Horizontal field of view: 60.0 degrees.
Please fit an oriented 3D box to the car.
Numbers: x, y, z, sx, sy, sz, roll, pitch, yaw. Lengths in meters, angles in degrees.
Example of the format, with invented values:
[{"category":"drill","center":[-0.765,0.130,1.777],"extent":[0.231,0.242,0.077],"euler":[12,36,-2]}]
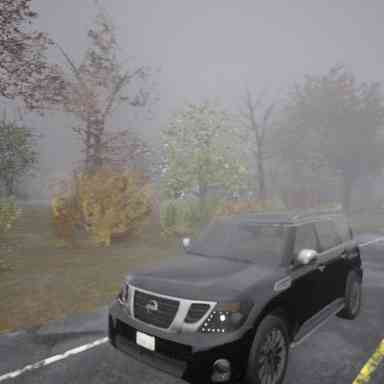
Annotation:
[{"category":"car","center":[1.285,1.383,5.863],"extent":[2.150,2.045,5.566],"euler":[-2,-2,41]}]
